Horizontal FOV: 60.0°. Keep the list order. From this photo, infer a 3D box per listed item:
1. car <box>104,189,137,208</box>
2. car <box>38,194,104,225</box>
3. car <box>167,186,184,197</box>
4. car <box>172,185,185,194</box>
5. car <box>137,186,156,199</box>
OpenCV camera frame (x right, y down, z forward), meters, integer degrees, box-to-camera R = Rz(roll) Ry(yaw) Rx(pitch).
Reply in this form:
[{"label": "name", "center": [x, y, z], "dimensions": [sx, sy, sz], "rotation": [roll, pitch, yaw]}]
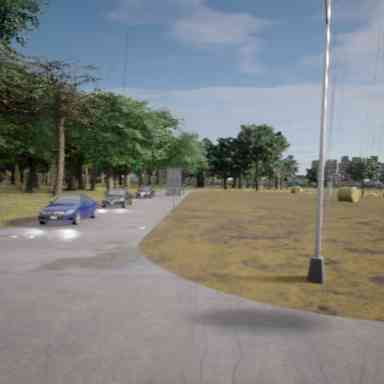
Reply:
[{"label": "car", "center": [-6.139, 0.495, 27.999], "dimensions": [1.812, 1.442, 4.674], "rotation": [1, 2, 0]}, {"label": "car", "center": [-6.411, 0.836, 17.788], "dimensions": [1.812, 1.442, 4.674], "rotation": [1, 2, 1]}, {"label": "car", "center": [-2.580, -0.078, 48.588], "dimensions": [1.994, 1.385, 4.181], "rotation": [1, 2, 1]}, {"label": "car", "center": [-2.365, -0.422, 58.644], "dimensions": [1.837, 1.490, 4.892], "rotation": [1, 2, 2]}, {"label": "car", "center": [-5.707, 0.029, 41.522], "dimensions": [2.128, 1.511, 4.902], "rotation": [1, 2, 2]}]
